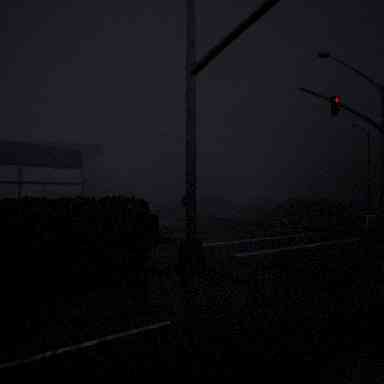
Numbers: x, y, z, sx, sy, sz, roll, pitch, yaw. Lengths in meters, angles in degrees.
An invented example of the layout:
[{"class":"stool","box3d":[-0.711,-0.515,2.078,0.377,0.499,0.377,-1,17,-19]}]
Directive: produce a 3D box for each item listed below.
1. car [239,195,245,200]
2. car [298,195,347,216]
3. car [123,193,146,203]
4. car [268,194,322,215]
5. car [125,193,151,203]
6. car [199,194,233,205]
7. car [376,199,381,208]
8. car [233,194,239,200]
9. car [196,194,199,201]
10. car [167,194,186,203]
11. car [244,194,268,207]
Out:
[{"class":"car","box3d":[13.408,1.154,72.866,5.027,1.636,2.152,0,0,-35]},{"class":"car","box3d":[12.047,1.340,29.998,4.514,1.523,2.007,0,0,-35]},{"class":"car","box3d":[-10.947,1.077,63.607,3.866,1.878,1.905,0,0,-35]},{"class":"car","box3d":[10.200,1.330,32.534,5.027,1.636,2.152,0,0,-35]},{"class":"car","box3d":[-9.536,1.361,60.535,3.806,1.475,1.970,0,0,-35]},{"class":"car","box3d":[3.959,1.298,54.839,4.514,1.523,2.007,0,0,-35]},{"class":"car","box3d":[25.558,1.384,43.145,3.806,1.475,1.970,0,0,-35]},{"class":"car","box3d":[9.454,1.232,77.931,3.806,1.475,1.970,0,0,-35]},{"class":"car","box3d":[1.581,1.298,76.875,4.514,1.523,2.007,0,0,-35]},{"class":"car","box3d":[-2.620,1.097,65.441,4.605,1.855,1.932,0,0,-35]},{"class":"car","box3d":[9.669,1.320,46.639,3.633,1.501,1.845,0,0,-35]}]
